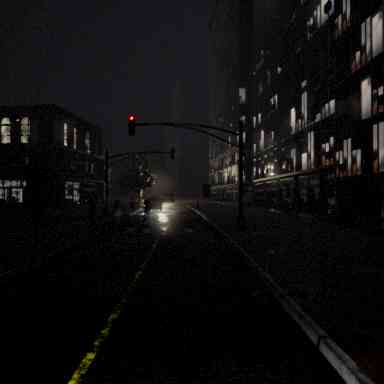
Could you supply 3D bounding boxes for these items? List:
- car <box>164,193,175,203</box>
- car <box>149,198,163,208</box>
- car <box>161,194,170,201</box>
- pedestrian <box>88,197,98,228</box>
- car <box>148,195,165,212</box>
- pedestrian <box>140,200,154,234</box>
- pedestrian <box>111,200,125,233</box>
[{"bbox_3d":[-4.825,1.208,69.158,2.150,2.045,5.566,0,0,-8],"label":"car"},{"bbox_3d":[-5.349,1.591,49.392,1.895,1.301,4.718,0,0,-6],"label":"car"},{"bbox_3d":[-6.366,1.335,79.426,1.812,1.442,4.674,0,0,-10],"label":"car"},{"bbox_3d":[-5.654,1.135,18.874,0.375,1.860,0.375,1,-1,-2],"label":"pedestrian"},{"bbox_3d":[-4.451,1.471,39.338,1.882,1.535,5.008,0,0,-5],"label":"car"},{"bbox_3d":[-2.389,1.295,17.637,0.375,1.860,0.375,1,-1,-2],"label":"pedestrian"},{"bbox_3d":[-4.116,1.294,18.473,0.375,1.860,0.375,1,-1,-2],"label":"pedestrian"}]
